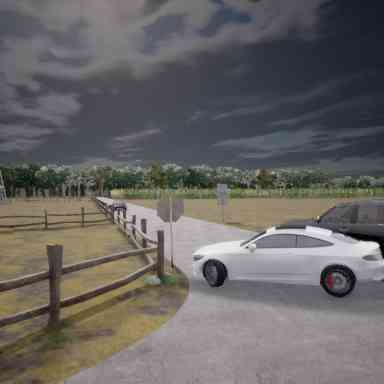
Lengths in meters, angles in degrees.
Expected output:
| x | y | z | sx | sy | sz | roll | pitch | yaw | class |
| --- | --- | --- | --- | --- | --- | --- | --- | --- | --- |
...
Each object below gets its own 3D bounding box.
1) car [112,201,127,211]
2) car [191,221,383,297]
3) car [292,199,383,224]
| x | y | z | sx | sy | sz | roll | pitch | yaw | class |
| --- | --- | --- | --- | --- | --- | --- | --- | --- | --- |
| -10.849 | 1.983 | 49.470 | 2.033 | 1.411 | 5.357 | -2 | 0 | -18 | car |
| 2.283 | 1.613 | 8.543 | 4.674 | 1.442 | 1.812 | -2 | 0 | 20 | car |
| 5.105 | 1.229 | 9.819 | 2.150 | 2.045 | 5.566 | -2 | 0 | -40 | car |
